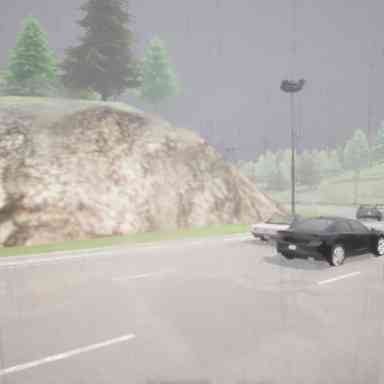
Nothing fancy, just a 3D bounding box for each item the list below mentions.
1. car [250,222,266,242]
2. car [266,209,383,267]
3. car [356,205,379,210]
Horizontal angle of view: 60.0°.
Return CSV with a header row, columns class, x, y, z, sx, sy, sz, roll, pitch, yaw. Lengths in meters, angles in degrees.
class,x,y,z,sx,sy,sz,roll,pitch,yaw
car,5.122,1.773,16.451,4.718,1.301,1.895,0,-1,-39
car,5.133,1.600,11.991,5.008,1.535,1.882,0,-1,-37
car,16.262,1.866,30.779,1.994,1.385,4.181,0,-1,24
